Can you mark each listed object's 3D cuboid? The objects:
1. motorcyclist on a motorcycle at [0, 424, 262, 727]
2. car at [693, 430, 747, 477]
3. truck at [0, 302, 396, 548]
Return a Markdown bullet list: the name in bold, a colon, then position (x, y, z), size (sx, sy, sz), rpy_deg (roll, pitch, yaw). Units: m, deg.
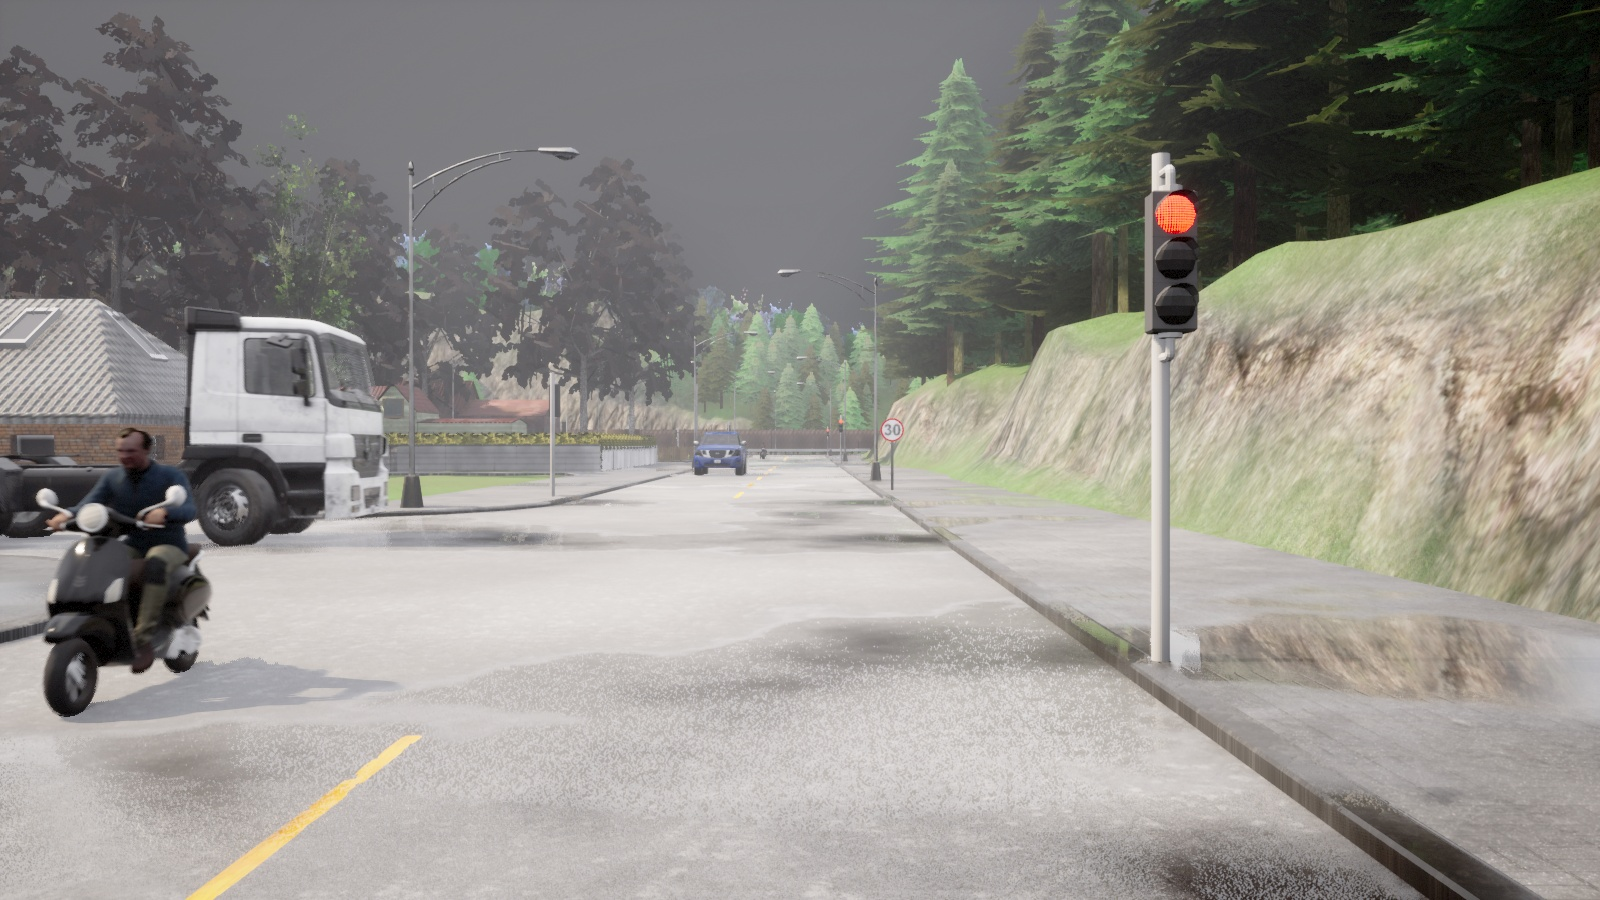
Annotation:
- **motorcyclist on a motorcycle**: position (-4.025, 0.654, 7.512), size (0.866, 1.590, 1.817), rpy_deg (0, 0, -2)
- **car**: position (-3.656, 0.133, 58.336), size (2.150, 2.045, 5.566), rpy_deg (0, 0, 0)
- **truck**: position (-10.565, -0.352, 19.179), size (7.936, 3.462, 2.891), rpy_deg (0, 0, -6)
